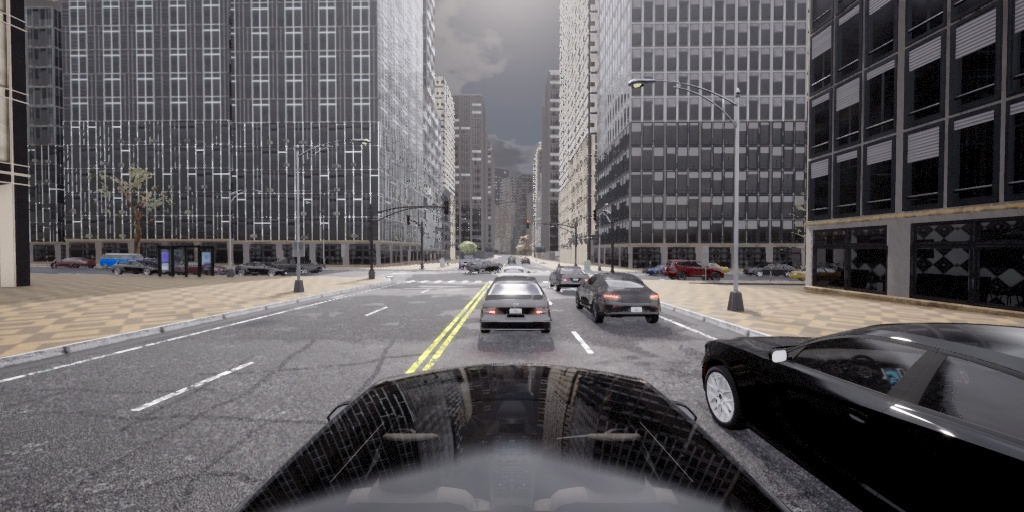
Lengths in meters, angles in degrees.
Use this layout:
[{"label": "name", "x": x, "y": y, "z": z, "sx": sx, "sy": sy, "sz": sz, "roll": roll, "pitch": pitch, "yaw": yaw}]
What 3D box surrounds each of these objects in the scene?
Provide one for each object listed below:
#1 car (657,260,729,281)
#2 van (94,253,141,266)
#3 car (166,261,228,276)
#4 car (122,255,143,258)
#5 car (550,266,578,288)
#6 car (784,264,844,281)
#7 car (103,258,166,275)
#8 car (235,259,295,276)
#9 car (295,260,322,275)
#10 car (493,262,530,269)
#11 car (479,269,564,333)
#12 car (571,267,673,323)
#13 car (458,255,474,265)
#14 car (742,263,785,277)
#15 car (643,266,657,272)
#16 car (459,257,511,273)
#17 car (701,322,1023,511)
[{"label": "car", "x": 16.170, "y": 1.267, "z": 32.169, "sx": 5.009, "sy": 1.841, "sz": 2.192, "roll": 0, "pitch": 0, "yaw": 1}, {"label": "van", "x": -45.319, "y": 0.603, "z": 41.615, "sx": 3.998, "sy": 1.789, "sz": 1.690, "roll": 0, "pitch": 0, "yaw": 1}, {"label": "car", "x": -28.440, "y": 1.136, "z": 32.794, "sx": 4.207, "sy": 1.307, "sz": 1.802, "roll": 0, "pitch": 0, "yaw": 1}, {"label": "car", "x": -34.960, "y": 0.941, "z": 35.616, "sx": 4.902, "sy": 1.511, "sz": 2.128, "roll": 1, "pitch": 1, "yaw": 1}, {"label": "car", "x": 3.337, "y": 1.286, "z": 21.341, "sx": 2.033, "sy": 1.411, "sz": 5.357, "roll": 0, "pitch": 0, "yaw": 0}, {"label": "car", "x": 27.618, "y": 1.577, "z": 31.982, "sx": 4.829, "sy": 1.417, "sz": 1.751, "roll": 0, "pitch": 0, "yaw": 1}, {"label": "car", "x": -34.121, "y": 1.068, "z": 32.963, "sx": 4.313, "sy": 1.339, "sz": 1.948, "roll": 0, "pitch": 0, "yaw": 1}, {"label": "car", "x": -22.756, "y": 1.172, "z": 32.666, "sx": 4.313, "sy": 1.339, "sz": 1.948, "roll": 0, "pitch": 0, "yaw": 1}, {"label": "car", "x": -21.325, "y": 1.082, "z": 35.345, "sx": 4.892, "sy": 1.490, "sz": 1.837, "roll": 0, "pitch": 1, "yaw": 1}, {"label": "car", "x": 0.086, "y": 1.265, "z": 20.251, "sx": 1.812, "sy": 1.442, "sz": 4.674, "roll": 0, "pitch": 0, "yaw": 0}, {"label": "car", "x": 0.094, "y": 1.293, "z": 10.660, "sx": 2.033, "sy": 1.411, "sz": 5.357, "roll": 0, "pitch": 0, "yaw": 0}, {"label": "car", "x": 3.344, "y": 1.271, "z": 11.930, "sx": 1.812, "sy": 1.442, "sz": 4.674, "roll": 0, "pitch": 0, "yaw": 0}, {"label": "car", "x": -6.639, "y": 0.933, "z": 53.890, "sx": 2.150, "sy": 2.045, "sz": 5.566, "roll": 0, "pitch": 0, "yaw": 0}, {"label": "car", "x": 27.012, "y": 1.458, "z": 37.769, "sx": 4.892, "sy": 1.490, "sz": 1.837, "roll": 1, "pitch": 1, "yaw": 1}, {"label": "car", "x": 16.696, "y": 1.410, "z": 37.940, "sx": 5.357, "sy": 1.411, "sz": 2.033, "roll": 0, "pitch": 1, "yaw": 1}, {"label": "car", "x": -2.939, "y": 1.154, "z": 39.866, "sx": 2.128, "sy": 1.511, "sz": 4.902, "roll": 2, "pitch": 2, "yaw": 44}, {"label": "car", "x": 3.344, "y": 1.227, "z": 2.584, "sx": 1.882, "sy": 1.535, "sz": 5.008, "roll": 0, "pitch": 0, "yaw": 0}]
